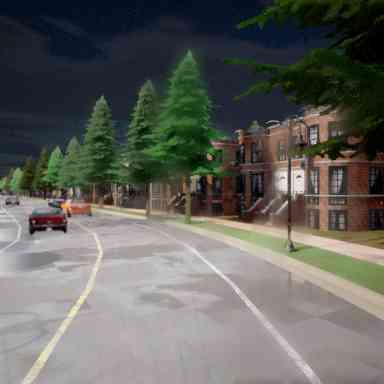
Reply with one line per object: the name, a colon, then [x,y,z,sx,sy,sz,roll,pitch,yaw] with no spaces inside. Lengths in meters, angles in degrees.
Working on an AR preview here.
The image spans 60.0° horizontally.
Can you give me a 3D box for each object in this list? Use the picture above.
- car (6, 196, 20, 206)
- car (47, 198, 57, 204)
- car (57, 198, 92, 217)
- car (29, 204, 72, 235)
car: [-29.774,1.491,55.376,2.128,1.511,4.902,0,0,-31]
car: [-16.192,1.505,40.013,1.837,1.490,4.892,0,0,-31]
car: [-10.975,1.352,31.280,2.097,1.767,4.553,0,0,-31]
car: [-8.238,1.601,18.986,1.895,1.301,4.718,0,0,-26]
